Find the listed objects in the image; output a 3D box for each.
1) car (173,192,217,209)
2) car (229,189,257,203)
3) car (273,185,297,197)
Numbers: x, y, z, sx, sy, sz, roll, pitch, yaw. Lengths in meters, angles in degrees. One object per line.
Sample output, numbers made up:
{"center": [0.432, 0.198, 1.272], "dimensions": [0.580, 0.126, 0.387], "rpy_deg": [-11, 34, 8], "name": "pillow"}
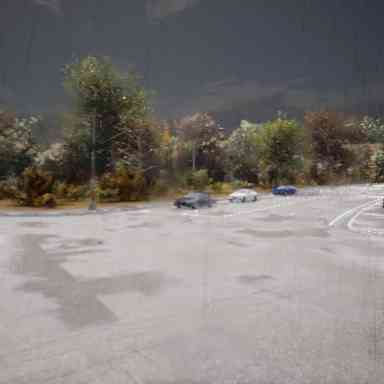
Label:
{"center": [0.439, 0.743, 30.798], "dimensions": [2.033, 1.411, 5.357], "rpy_deg": [2, 3, 31], "name": "car"}
{"center": [6.124, 0.396, 39.355], "dimensions": [1.812, 1.442, 4.674], "rpy_deg": [3, 4, 36], "name": "car"}
{"center": [13.683, -0.256, 48.832], "dimensions": [1.882, 1.535, 5.008], "rpy_deg": [3, 5, 41], "name": "car"}
